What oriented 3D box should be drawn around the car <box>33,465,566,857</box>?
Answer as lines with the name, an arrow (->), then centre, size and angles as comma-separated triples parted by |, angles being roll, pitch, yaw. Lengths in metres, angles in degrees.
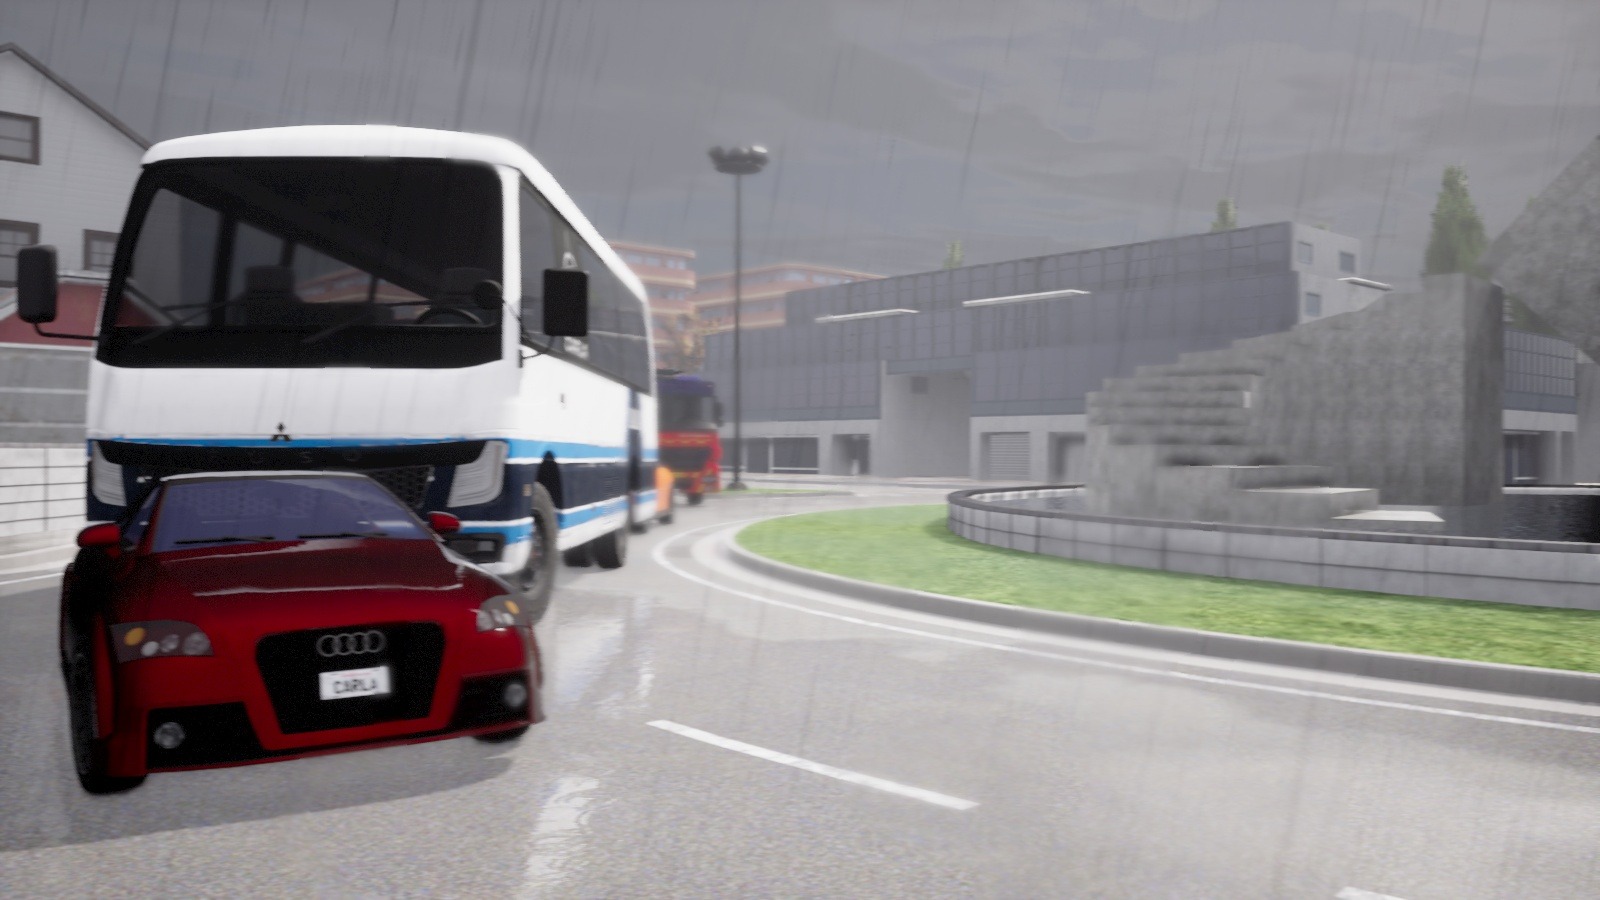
car -> -3.056, 0.821, 7.018 | 1.994, 1.385, 4.181 | -1, 1, -33

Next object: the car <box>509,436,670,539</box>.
car -> -3.855, 0.640, 23.845 | 2.097, 1.767, 4.553 | 0, 0, 3

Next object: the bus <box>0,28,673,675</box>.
bus -> -3.827, -0.622, 13.405 | 3.944, 4.253, 10.273 | 0, 0, 0

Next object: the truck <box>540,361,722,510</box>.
truck -> -5.169, -0.362, 36.690 | 2.891, 3.827, 8.468 | 0, 0, -25
